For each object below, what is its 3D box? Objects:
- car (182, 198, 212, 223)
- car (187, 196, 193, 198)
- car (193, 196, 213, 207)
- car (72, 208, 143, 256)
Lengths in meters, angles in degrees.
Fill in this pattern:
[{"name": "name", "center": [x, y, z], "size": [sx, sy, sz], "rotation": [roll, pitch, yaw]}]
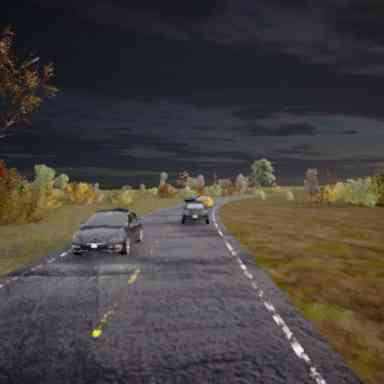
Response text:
[{"name": "car", "center": [0.276, 1.401, 23.841], "size": [1.812, 1.442, 4.674], "rotation": [0, 0, 2]}, {"name": "car", "center": [-0.014, 1.320, 54.016], "size": [1.895, 1.301, 4.718], "rotation": [0, 0, 9]}, {"name": "car", "center": [1.615, 1.261, 42.280], "size": [1.882, 1.535, 5.008], "rotation": [0, 0, 6]}, {"name": "car", "center": [-3.076, 1.440, 12.934], "size": [1.837, 1.490, 4.892], "rotation": [0, 0, 0]}]
